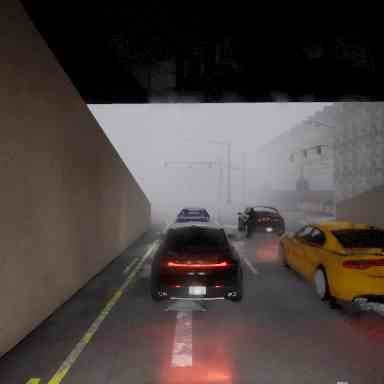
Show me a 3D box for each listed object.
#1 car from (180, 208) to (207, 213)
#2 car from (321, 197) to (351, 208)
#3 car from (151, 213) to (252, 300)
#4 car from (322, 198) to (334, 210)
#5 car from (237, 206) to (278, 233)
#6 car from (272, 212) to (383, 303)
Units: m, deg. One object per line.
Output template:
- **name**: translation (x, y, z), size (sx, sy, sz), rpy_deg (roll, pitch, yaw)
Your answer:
- **car**: translation (0.100, 1.547, 18.085), size (2.033, 1.411, 5.357), rpy_deg (0, 0, 3)
- **car**: translation (17.649, 1.295, 40.670), size (4.536, 1.218, 1.853), rpy_deg (0, 0, -45)
- **car**: translation (0.105, 1.505, 8.339), size (1.837, 1.490, 4.892), rpy_deg (0, 0, 0)
- **car**: translation (17.612, 1.453, 40.633), size (4.974, 1.542, 2.038), rpy_deg (0, 0, -45)
- **car**: translation (3.629, 1.505, 17.970), size (1.837, 1.490, 4.892), rpy_deg (0, 0, 0)
- **car**: translation (3.597, 1.478, 8.274), size (1.882, 1.535, 5.008), rpy_deg (0, 0, 0)
